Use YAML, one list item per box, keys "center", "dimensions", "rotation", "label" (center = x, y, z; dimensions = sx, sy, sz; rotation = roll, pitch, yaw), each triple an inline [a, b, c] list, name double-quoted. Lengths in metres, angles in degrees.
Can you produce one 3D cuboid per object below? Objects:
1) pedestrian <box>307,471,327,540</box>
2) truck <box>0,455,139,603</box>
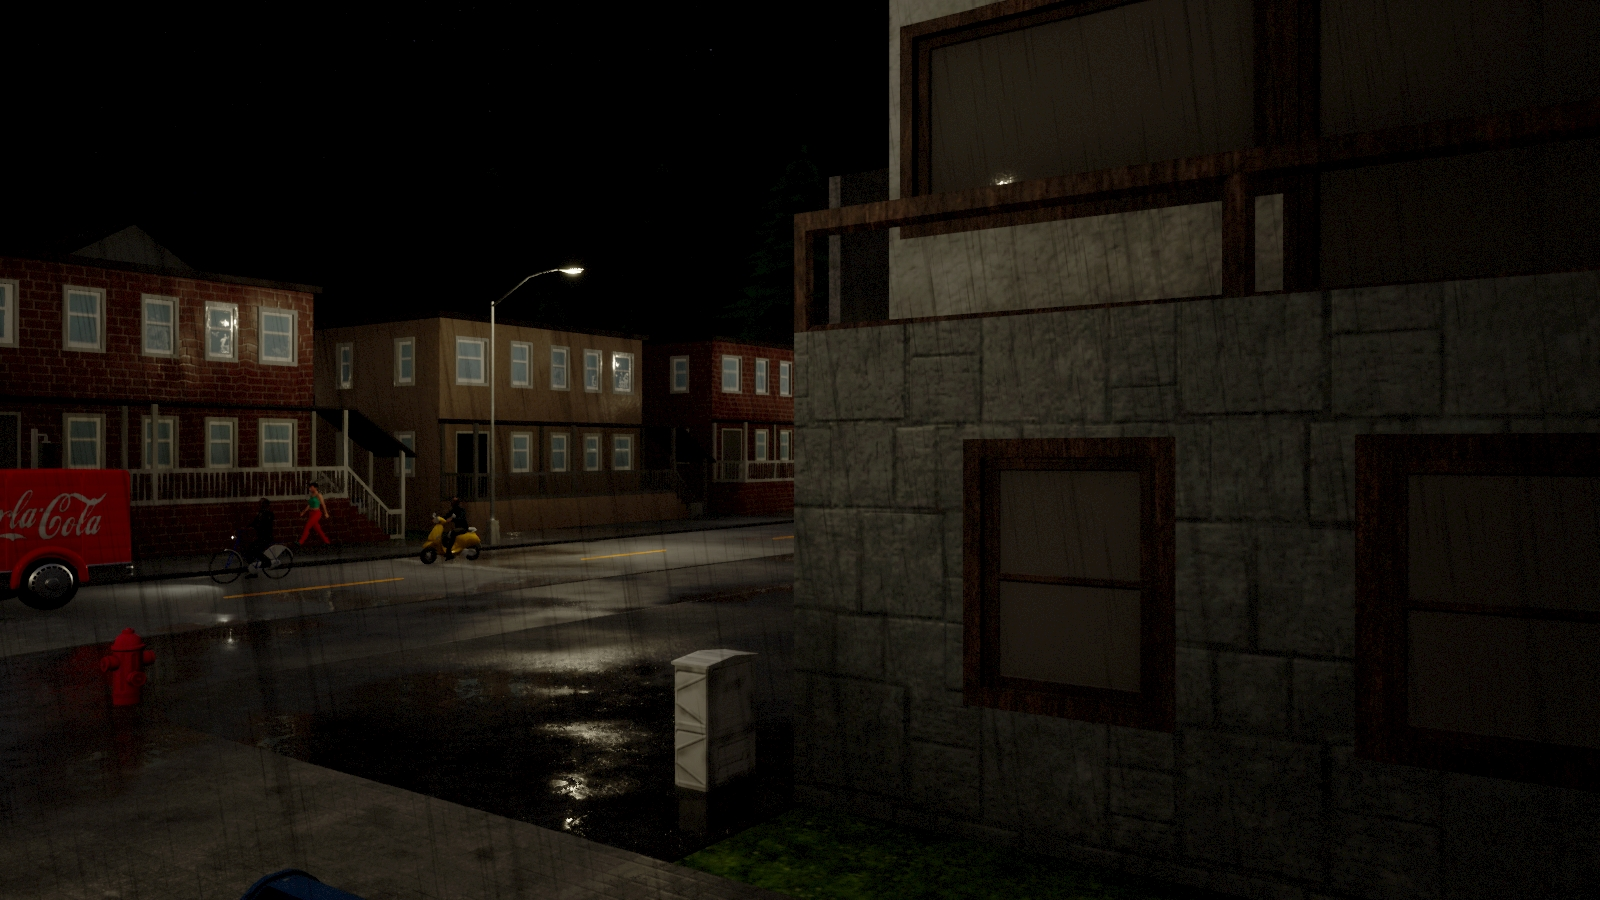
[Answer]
- center: [-13.131, 1.504, 31.052]
  dimensions: [0.375, 1.860, 0.375]
  rotation: [0, 0, 37]
  label: "pedestrian"
- center: [-14.760, 1.338, 19.688]
  dimensions: [2.627, 2.467, 5.204]
  rotation: [0, 0, 37]
  label: "truck"
